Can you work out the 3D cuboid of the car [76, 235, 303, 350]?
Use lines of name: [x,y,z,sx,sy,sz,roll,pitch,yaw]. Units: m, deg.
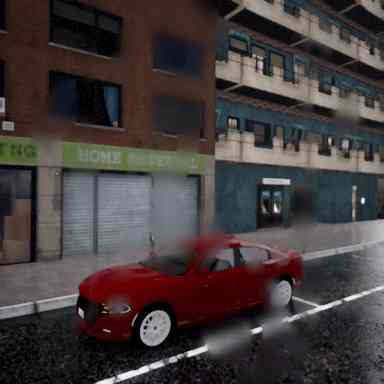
car: [0.190,1.544,6.224,4.507,1.381,1.887,0,1,-35]
